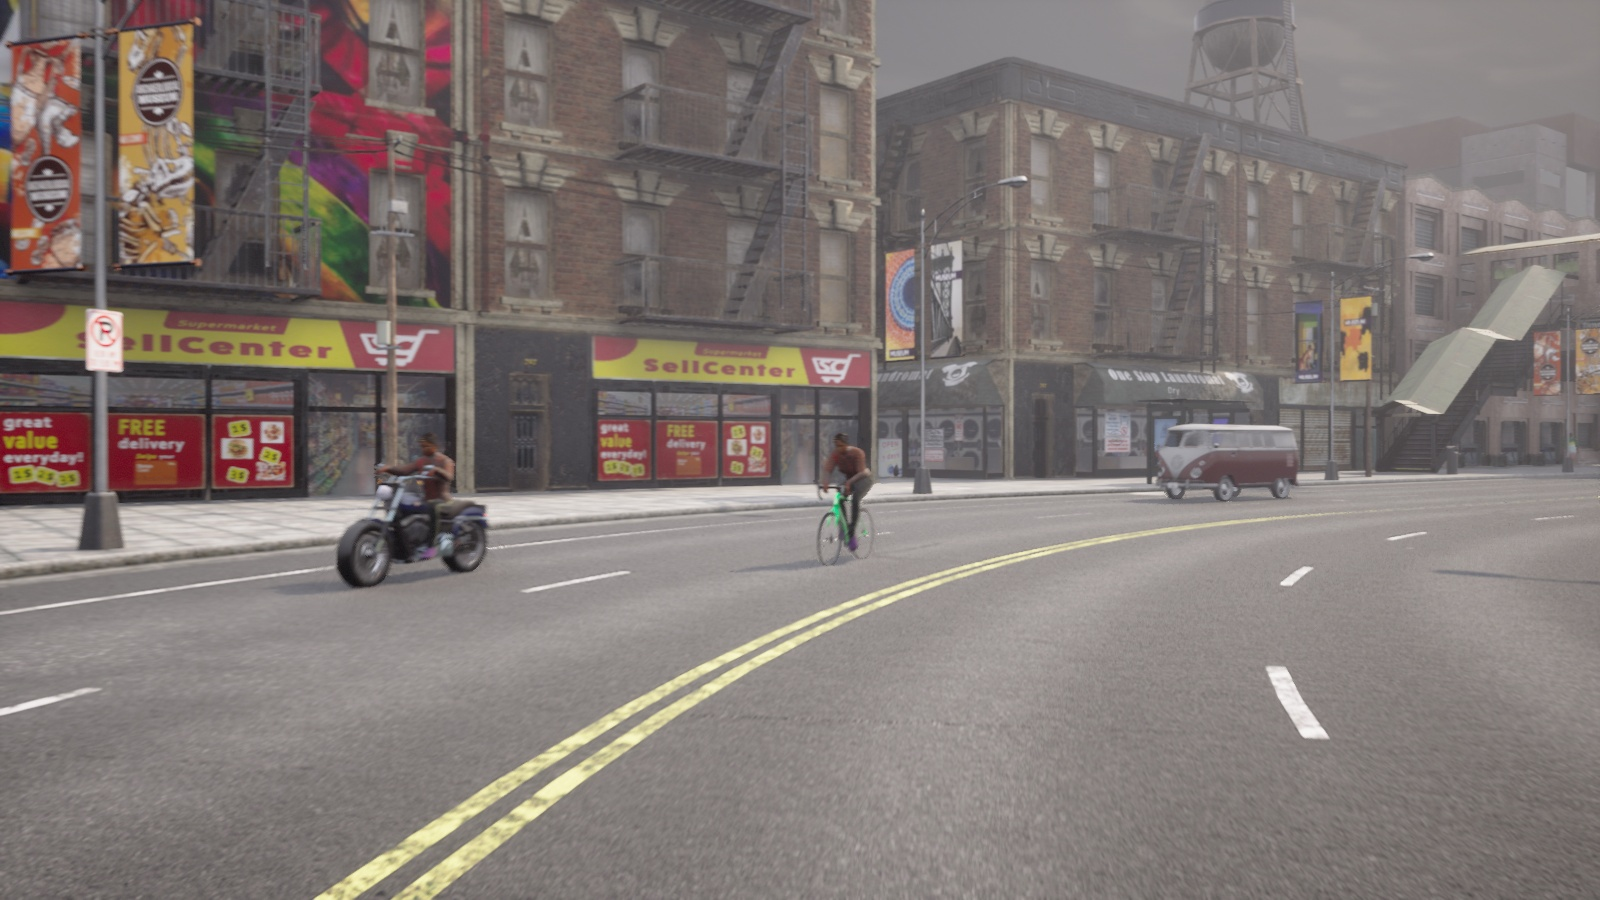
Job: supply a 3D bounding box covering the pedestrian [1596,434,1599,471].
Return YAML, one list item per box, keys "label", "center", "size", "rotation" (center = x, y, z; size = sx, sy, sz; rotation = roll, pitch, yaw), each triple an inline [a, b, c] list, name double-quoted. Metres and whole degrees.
- label: "pedestrian"
  center: [40.290, 0.116, 63.011]
  size: [0.709, 1.840, 0.431]
  rotation: [0, 0, -41]

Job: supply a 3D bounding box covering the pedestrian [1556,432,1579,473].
- label: "pedestrian"
  center: [37.464, 0.120, 61.294]
  size: [0.873, 1.952, 0.659]
  rotation: [0, 0, -39]

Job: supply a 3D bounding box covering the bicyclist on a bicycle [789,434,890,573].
- label: "bicyclist on a bicycle"
  center: [0.511, 0.613, 15.486]
  size: [0.582, 1.620, 1.656]
  rotation: [1, 1, 27]

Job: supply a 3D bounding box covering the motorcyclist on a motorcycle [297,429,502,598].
- label: "motorcyclist on a motorcycle"
  center: [-4.233, 0.613, 13.510]
  size: [0.766, 1.649, 2.350]
  rotation: [1, 1, 22]

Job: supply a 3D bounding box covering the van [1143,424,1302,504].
- label: "van"
  center: [11.167, 0.331, 33.057]
  size: [4.442, 1.987, 1.775]
  rotation: [0, 0, -37]
